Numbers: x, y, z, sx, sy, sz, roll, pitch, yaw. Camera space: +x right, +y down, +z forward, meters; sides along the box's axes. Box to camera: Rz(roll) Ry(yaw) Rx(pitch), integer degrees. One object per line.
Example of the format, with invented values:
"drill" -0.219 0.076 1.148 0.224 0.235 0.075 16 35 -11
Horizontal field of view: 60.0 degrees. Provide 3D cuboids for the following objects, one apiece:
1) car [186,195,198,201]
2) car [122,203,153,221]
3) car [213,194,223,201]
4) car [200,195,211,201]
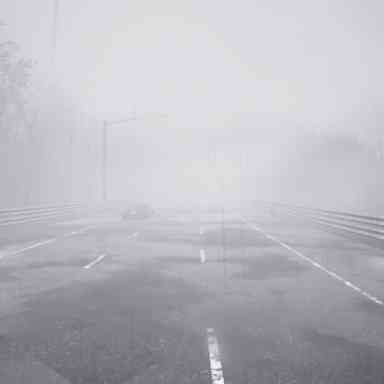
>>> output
"car" -0.432 1.646 85.762 2.033 1.411 5.357 0 0 6
"car" -4.487 1.588 27.898 1.994 1.385 4.181 0 0 2
"car" 6.657 1.458 86.241 2.097 1.767 4.553 0 0 6
"car" 3.098 1.699 85.857 1.895 1.301 4.718 0 0 6
